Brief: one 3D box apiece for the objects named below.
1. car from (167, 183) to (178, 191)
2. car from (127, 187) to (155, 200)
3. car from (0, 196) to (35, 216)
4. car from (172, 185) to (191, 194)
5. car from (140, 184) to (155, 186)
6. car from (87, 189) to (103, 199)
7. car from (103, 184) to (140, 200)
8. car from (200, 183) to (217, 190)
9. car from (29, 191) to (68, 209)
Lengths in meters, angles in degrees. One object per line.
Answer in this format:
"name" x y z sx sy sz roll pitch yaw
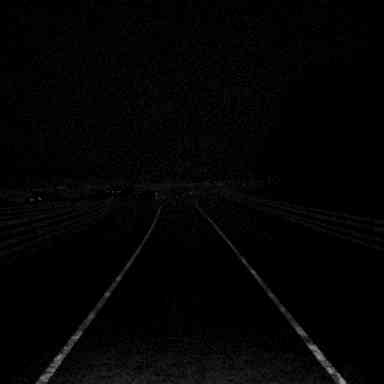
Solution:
"car" -3.959 -0.954 81.566 1.994 1.385 4.181 0 2 16
"car" -6.726 0.272 46.911 2.128 1.511 4.902 0 2 16
"car" -13.742 1.278 22.735 2.033 1.411 5.357 0 2 16
"car" -1.700 -0.324 64.236 1.994 1.385 4.181 0 2 16
"car" -8.979 -0.276 64.267 1.994 1.385 4.181 0 2 16
"car" -13.448 0.245 48.860 2.128 1.511 4.902 0 2 16
"car" -10.076 -0.013 47.915 2.150 2.045 5.566 0 2 16
"car" 4.436 -1.163 85.380 2.033 1.411 5.357 0 2 16
"car" -14.361 0.693 33.158 2.097 1.767 4.553 0 2 16
